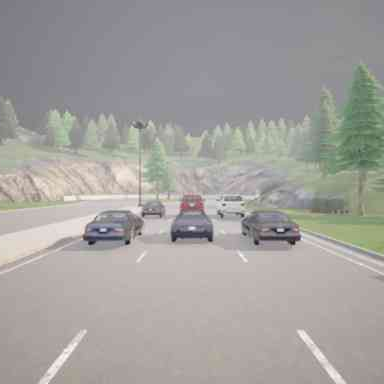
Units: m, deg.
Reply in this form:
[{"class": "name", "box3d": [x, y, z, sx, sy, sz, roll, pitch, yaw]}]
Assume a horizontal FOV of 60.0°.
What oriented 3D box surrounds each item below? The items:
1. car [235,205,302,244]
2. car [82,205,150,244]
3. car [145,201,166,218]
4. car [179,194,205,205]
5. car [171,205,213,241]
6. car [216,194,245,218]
[{"class": "car", "box3d": [3.509, 1.548, 15.636, 2.033, 1.411, 5.357, 0, 0, 0]}, {"class": "car", "box3d": [-3.491, 1.548, 15.636, 2.033, 1.411, 5.357, 0, 0, 0]}, {"class": "car", "box3d": [-3.491, 1.548, 30.636, 2.033, 1.411, 5.357, 0, 0, 0]}, {"class": "car", "box3d": [0.010, 1.225, 30.697, 2.150, 2.045, 5.566, 0, 0, 0]}, {"class": "car", "box3d": [0.022, 1.564, 16.674, 1.994, 1.385, 4.181, 0, 0, 1]}, {"class": "car", "box3d": [3.510, 1.225, 30.681, 2.150, 2.045, 5.566, 0, 0, 0]}]
